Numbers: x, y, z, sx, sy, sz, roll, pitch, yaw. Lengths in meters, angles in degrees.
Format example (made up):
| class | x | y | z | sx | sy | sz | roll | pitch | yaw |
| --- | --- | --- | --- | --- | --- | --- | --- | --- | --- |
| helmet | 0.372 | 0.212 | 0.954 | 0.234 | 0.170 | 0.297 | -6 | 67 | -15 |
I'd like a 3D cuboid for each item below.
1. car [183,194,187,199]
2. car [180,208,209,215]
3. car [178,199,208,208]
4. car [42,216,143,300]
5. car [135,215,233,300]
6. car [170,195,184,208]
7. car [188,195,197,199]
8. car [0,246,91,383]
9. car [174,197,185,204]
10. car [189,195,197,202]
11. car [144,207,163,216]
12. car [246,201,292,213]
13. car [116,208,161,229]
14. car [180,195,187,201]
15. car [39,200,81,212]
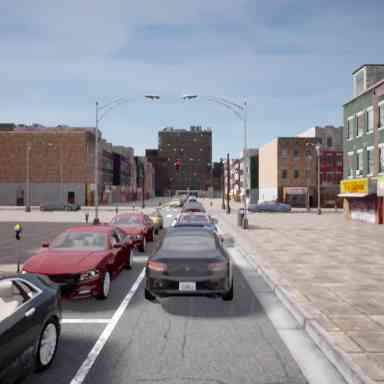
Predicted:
| class | x | y | z | sx | sy | sz | roll | pitch | yaw |
| --- | --- | --- | --- | --- | --- | --- | --- | --- | --- |
| car | -2.509 | 1.481 | 56.849 | 2.192 | 1.841 | 5.009 | 0 | 0 | 0 |
| car | 0.128 | 1.630 | 15.688 | 1.895 | 1.301 | 4.718 | 0 | 0 | 0 |
| car | 0.168 | 1.562 | 25.989 | 1.837 | 1.490 | 4.892 | 0 | 0 | 2 |
| car | -2.615 | 1.559 | 8.459 | 1.887 | 1.381 | 4.507 | 0 | 0 | 0 |
| car | -0.037 | 1.540 | 8.304 | 1.812 | 1.442 | 4.674 | 0 | 0 | 1 |
| car | -2.522 | 1.669 | 51.235 | 1.752 | 1.417 | 4.829 | 0 | 0 | 0 |
| car | 0.179 | 1.879 | 81.699 | 1.895 | 1.301 | 4.718 | 0 | 0 | 0 |
| car | -2.627 | 1.555 | 2.966 | 2.008 | 1.369 | 4.403 | 0 | 0 | 0 |
| car | -2.487 | 1.765 | 67.737 | 2.008 | 1.369 | 4.403 | 0 | 0 | 0 |
| car | 0.202 | 1.690 | 91.864 | 2.097 | 1.767 | 4.553 | 0 | 0 | 0 |
| car | -2.592 | 1.564 | 19.278 | 1.752 | 1.417 | 4.829 | 0 | 0 | 0 |
| car | 9.030 | 1.760 | 39.583 | 5.357 | 1.411 | 2.033 | 1 | 0 | 0 |
| car | -2.603 | 1.570 | 13.954 | 1.887 | 1.381 | 4.507 | 0 | 0 | 0 |
| car | -2.426 | 1.789 | 94.958 | 1.967 | 1.590 | 4.097 | 0 | 0 | 0 |
| car | -14.457 | 1.550 | 36.564 | 4.181 | 1.385 | 1.994 | 0 | 0 | 0 |
